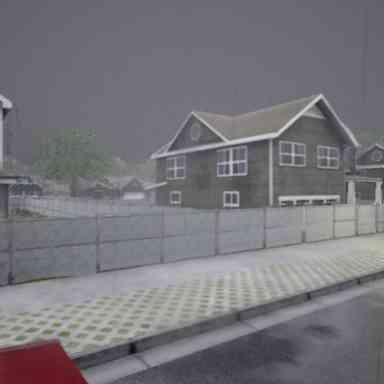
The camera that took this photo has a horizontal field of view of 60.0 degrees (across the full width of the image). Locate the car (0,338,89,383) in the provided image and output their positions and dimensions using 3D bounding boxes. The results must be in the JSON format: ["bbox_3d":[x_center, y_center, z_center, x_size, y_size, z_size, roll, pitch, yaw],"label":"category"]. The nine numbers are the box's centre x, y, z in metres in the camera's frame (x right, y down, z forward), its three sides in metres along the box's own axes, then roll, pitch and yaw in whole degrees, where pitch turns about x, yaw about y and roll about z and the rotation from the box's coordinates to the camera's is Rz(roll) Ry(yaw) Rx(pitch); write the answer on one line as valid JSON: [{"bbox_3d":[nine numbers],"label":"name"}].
[{"bbox_3d":[-2.663,1.599,1.171,4.718,1.301,1.895,0,0,-35],"label":"car"}]
